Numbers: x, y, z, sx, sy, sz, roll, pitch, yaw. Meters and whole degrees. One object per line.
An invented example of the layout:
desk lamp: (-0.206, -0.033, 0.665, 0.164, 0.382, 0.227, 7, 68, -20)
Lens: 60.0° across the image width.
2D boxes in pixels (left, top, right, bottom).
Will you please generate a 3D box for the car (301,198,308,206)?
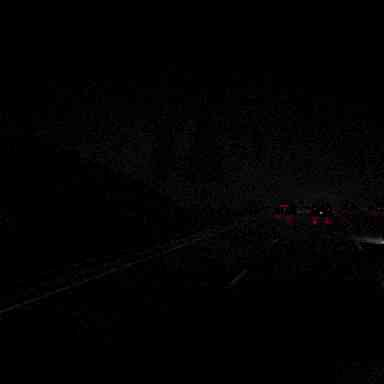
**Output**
car: (20.261, 1.781, 61.129, 2.033, 1.411, 5.357, 0, 0, 22)

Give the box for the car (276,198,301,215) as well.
car: (10.374, 1.621, 36.274, 2.128, 1.511, 4.902, 0, 0, 22)

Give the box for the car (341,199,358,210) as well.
car: (22.318, 1.738, 47.367, 1.812, 1.442, 4.674, 0, 0, 22)

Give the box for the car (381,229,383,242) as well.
car: (8.237, 1.612, 11.992, 2.033, 1.411, 5.357, 0, 0, 22)

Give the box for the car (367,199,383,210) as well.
car: (25.541, 1.750, 45.999, 1.812, 1.442, 4.674, 0, 0, 22)

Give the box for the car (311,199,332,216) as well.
car: (13.503, 1.742, 34.670, 1.895, 1.301, 4.718, 0, 0, 22)

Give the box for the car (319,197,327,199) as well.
car: (23.070, 1.743, 58.725, 1.837, 1.490, 4.892, 0, -1, 22)
